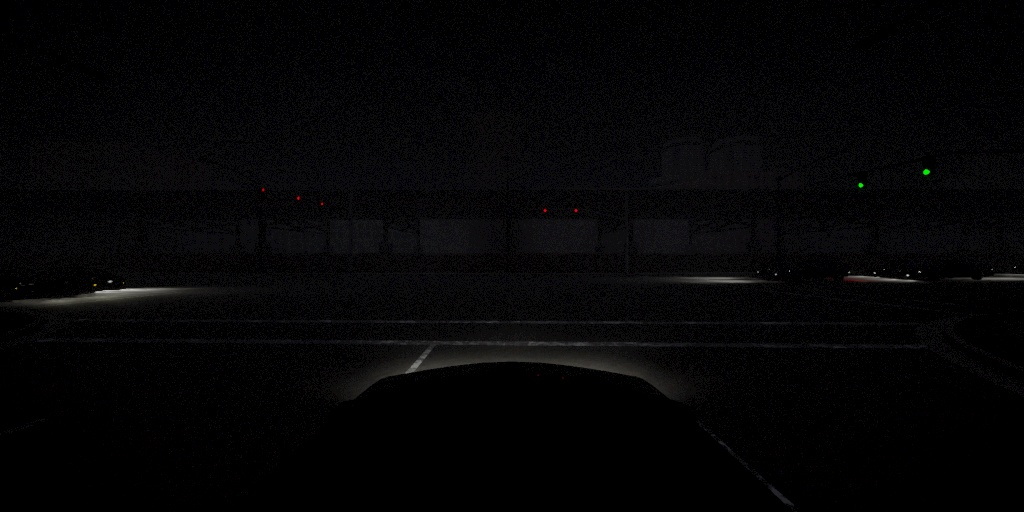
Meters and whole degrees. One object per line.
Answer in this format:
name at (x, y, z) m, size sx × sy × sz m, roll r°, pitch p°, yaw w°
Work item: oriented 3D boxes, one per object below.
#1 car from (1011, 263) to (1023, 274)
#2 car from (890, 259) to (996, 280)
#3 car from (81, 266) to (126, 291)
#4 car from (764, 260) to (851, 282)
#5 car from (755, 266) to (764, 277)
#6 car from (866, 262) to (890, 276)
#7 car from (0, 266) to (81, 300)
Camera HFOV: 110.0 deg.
car at (44.867, 0.789, 29.458) m, size 5.357 × 1.411 × 2.033 m, roll -1°, pitch 0°, yaw 2°
car at (31.768, 1.010, 26.315) m, size 5.357 × 1.411 × 2.033 m, roll -1°, pitch 0°, yaw 1°
car at (-25.052, 1.290, 20.631) m, size 4.181 × 1.385 × 1.994 m, roll 0°, pitch 0°, yaw 2°
car at (22.060, 1.070, 26.566) m, size 4.902 × 1.511 × 2.128 m, roll -1°, pitch 0°, yaw 1°
car at (23.117, 1.056, 30.046) m, size 4.902 × 1.511 × 2.128 m, roll -1°, pitch 0°, yaw 2°
car at (32.857, 0.991, 29.786) m, size 5.357 × 1.411 × 2.033 m, roll -1°, pitch 0°, yaw 1°
car at (-24.285, 1.210, 17.107) m, size 5.008 × 1.535 × 1.882 m, roll 1°, pitch 0°, yaw 2°
